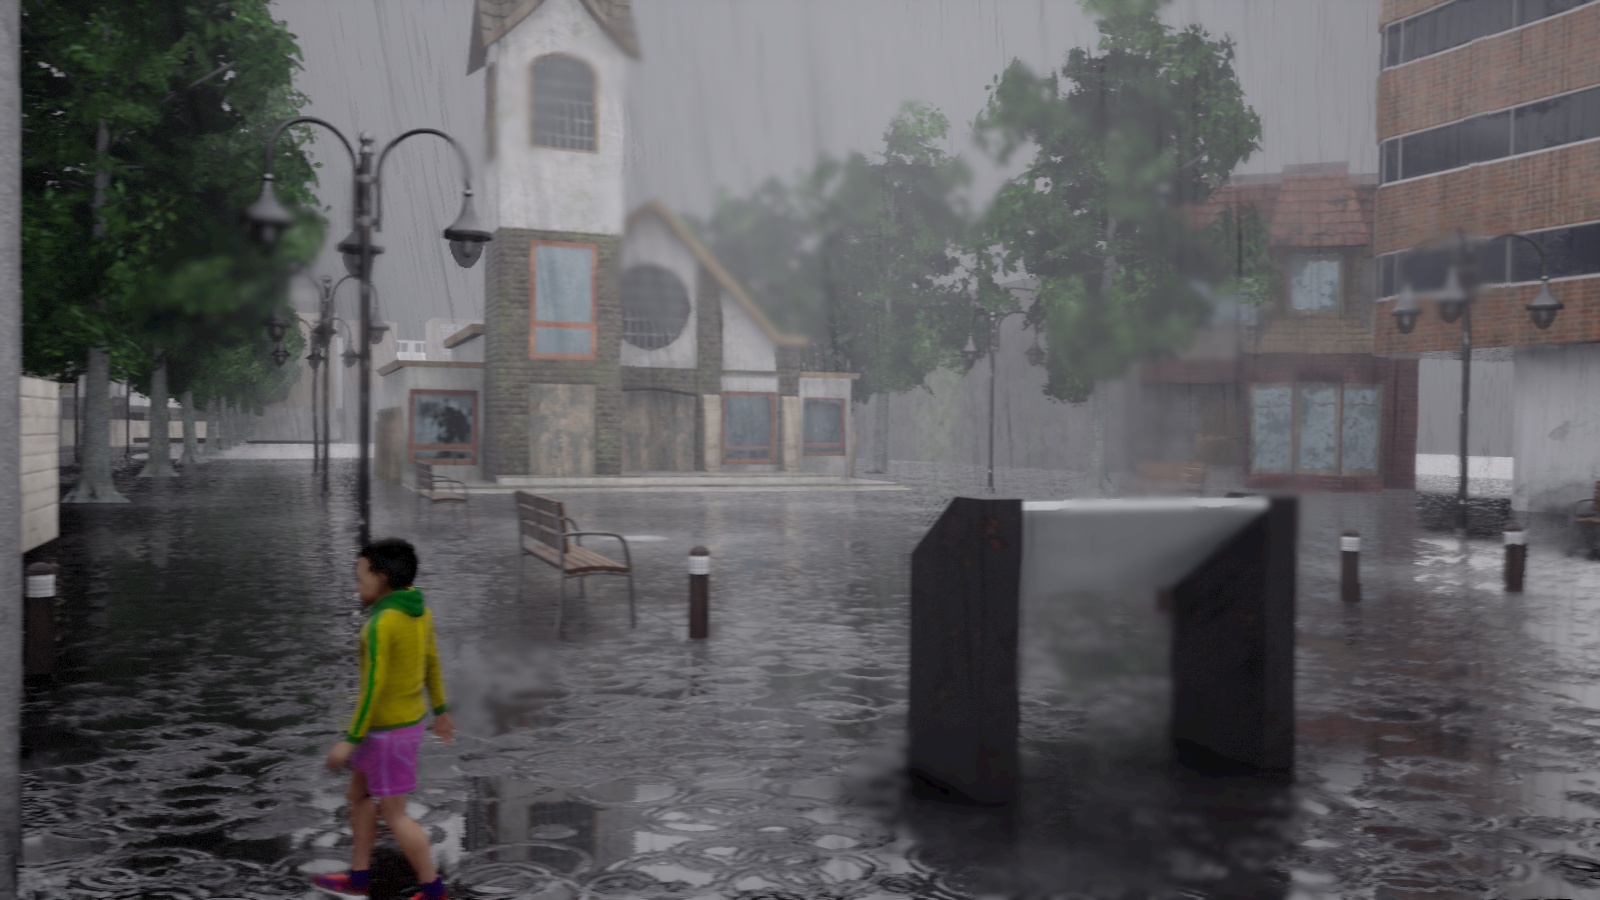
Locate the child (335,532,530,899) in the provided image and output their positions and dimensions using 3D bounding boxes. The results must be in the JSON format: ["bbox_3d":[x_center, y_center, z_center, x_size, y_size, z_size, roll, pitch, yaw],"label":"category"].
[{"bbox_3d":[-1.084,0.837,3.744,0.473,1.160,0.299,-1,1,1],"label":"child"}]
